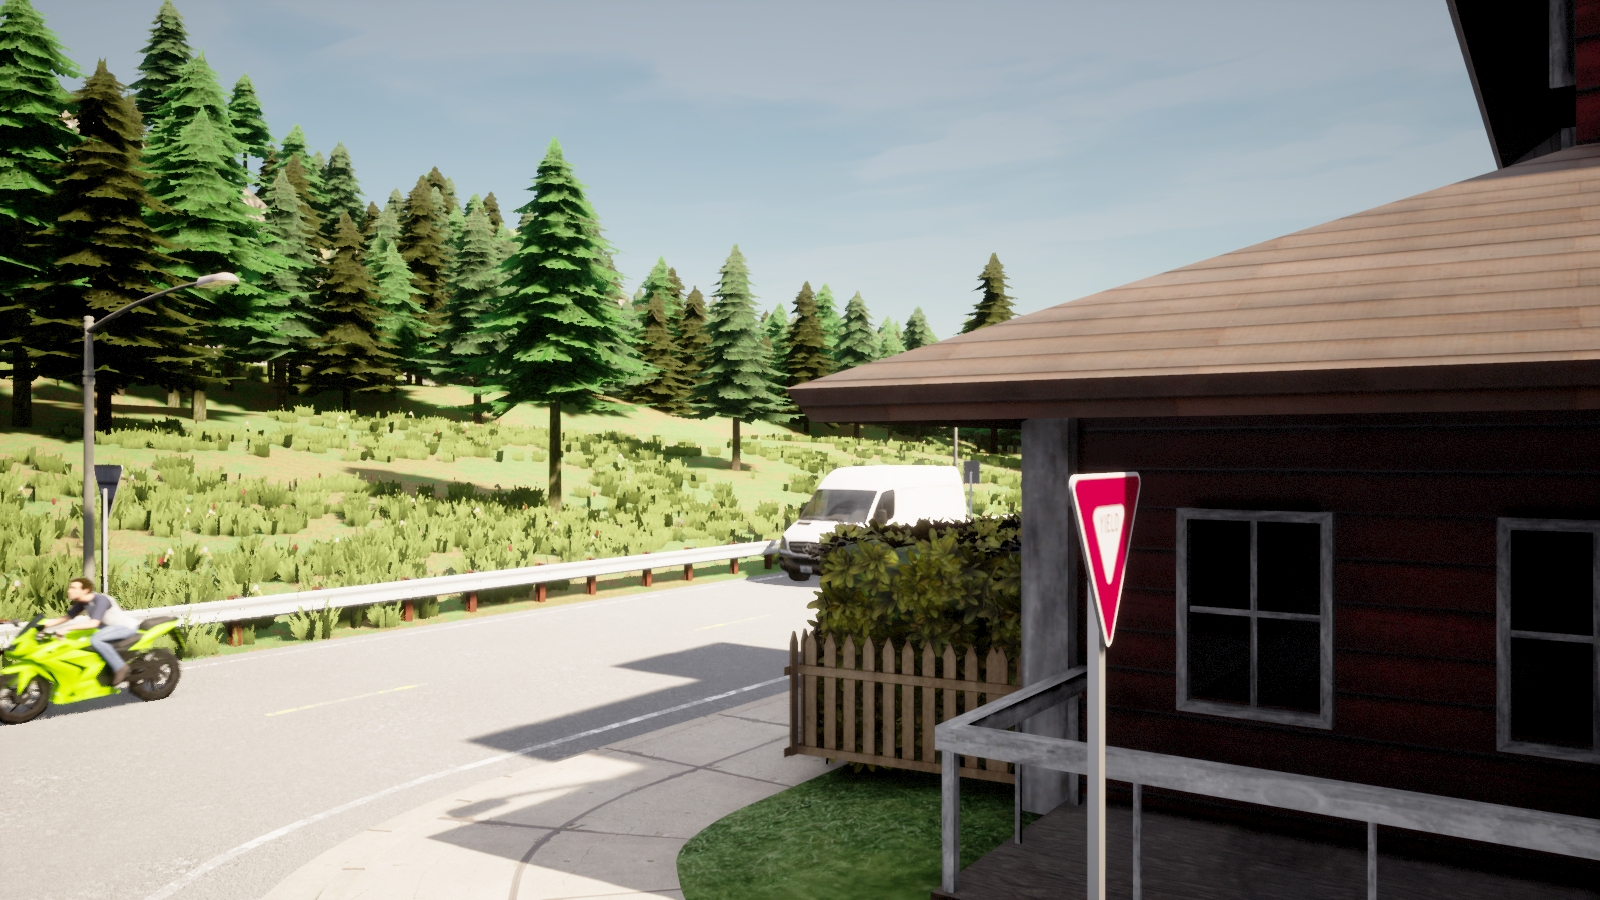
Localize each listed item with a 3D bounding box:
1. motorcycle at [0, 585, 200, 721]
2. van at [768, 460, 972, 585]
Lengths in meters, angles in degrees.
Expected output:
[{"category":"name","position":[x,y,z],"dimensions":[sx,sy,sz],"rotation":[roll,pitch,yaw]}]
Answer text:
[{"category":"motorcycle","position":[-7.941,2.213,12.792],"dimensions":[0.803,1.145,2.033],"rotation":[0,0,35]},{"category":"van","position":[1.804,1.535,26.770],"dimensions":[1.988,2.561,5.915],"rotation":[0,0,35]}]
